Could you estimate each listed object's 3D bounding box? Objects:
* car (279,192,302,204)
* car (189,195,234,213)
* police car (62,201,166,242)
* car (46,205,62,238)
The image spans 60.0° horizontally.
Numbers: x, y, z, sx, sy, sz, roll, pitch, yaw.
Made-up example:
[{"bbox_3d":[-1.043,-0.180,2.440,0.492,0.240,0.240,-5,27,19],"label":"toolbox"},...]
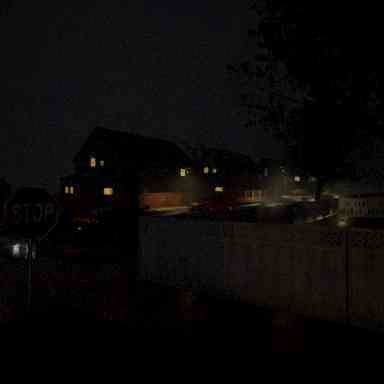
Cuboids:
[{"bbox_3d":[13.165,0.801,44.045,1.812,1.442,4.674,2,2,36],"label":"car"},{"bbox_3d":[1.721,1.050,27.917,1.882,1.535,5.008,2,2,35],"label":"car"},{"bbox_3d":[-3.201,1.271,15.990,1.930,1.638,5.238,2,2,35],"label":"police car"},{"bbox_3d":[-6.067,1.325,16.868,2.033,1.411,5.357,2,2,35],"label":"car"}]
